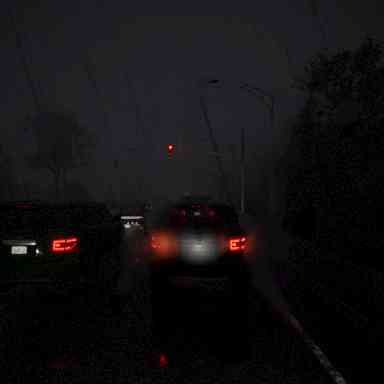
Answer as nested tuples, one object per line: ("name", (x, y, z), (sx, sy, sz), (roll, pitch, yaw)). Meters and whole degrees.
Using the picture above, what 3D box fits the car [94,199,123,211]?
("car", (-10.404, 1.601, 41.837), (1.895, 1.301, 4.718), (0, 0, 8))

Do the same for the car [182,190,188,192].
("car", (-2.036, 1.053, 77.274), (2.033, 1.411, 5.357), (0, 3, 1))

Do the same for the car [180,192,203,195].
("car", (0.328, 1.221, 19.563), (2.150, 2.045, 5.566), (0, 0, 1))

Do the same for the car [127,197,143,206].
("car", (-9.584, 1.564, 56.228), (1.994, 1.385, 4.181), (0, 0, 1))

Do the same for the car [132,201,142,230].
("car", (-3.187, 1.491, 19.013), (2.128, 1.511, 4.902), (0, 0, 1))

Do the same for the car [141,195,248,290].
("car", (0.171, 1.221, 9.233), (2.150, 2.045, 5.566), (0, 0, 1))

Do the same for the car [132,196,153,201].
("car", (-6.409, 1.547, 42.014), (2.033, 1.411, 5.357), (0, 0, 1))

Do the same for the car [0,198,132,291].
("car", (-3.330, 1.221, 9.146), (2.150, 2.045, 5.566), (0, 0, 1))

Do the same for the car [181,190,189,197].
("car", (-1.807, 0.294, 87.686), (1.882, 1.535, 5.008), (0, 3, 1))

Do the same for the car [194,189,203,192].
("car", (1.472, 0.850, 77.573), (2.097, 1.767, 4.553), (0, 3, 1))
